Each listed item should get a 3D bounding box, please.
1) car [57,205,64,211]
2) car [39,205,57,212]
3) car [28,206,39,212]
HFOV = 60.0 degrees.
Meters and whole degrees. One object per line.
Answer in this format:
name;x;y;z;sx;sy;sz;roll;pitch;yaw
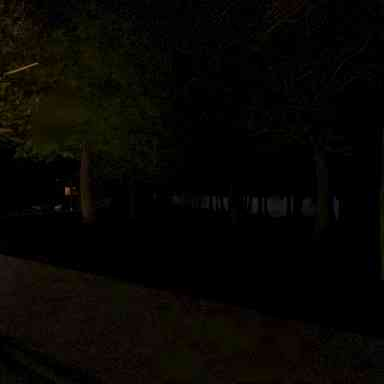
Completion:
car;-35.087;4.239;87.486;2.128;1.511;4.902;0;-2;-9
car;-33.375;3.886;77.202;1.837;1.490;4.892;0;-2;-9
car;-36.794;4.001;77.956;2.033;1.411;5.357;0;-2;-9
